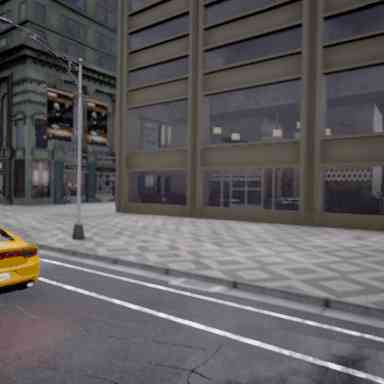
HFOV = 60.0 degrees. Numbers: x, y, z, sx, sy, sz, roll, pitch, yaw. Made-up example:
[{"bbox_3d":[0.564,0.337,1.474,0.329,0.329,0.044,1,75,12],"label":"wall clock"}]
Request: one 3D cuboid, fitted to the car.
[{"bbox_3d":[-5.466,1.360,7.531,5.008,1.535,1.882,1,1,36],"label":"car"}]
